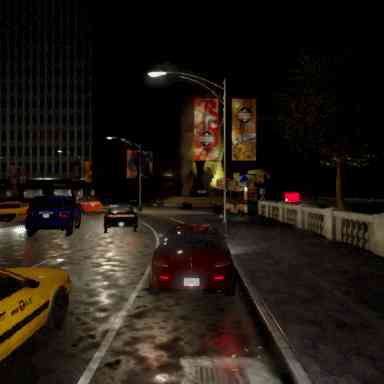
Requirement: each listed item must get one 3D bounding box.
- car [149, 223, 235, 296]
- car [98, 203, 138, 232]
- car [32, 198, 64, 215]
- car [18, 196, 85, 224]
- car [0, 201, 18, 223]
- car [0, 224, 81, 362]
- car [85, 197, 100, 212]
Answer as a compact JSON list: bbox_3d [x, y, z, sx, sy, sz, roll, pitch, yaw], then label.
[{"bbox_3d":[0.024,1.525,8.545,1.812,1.442,4.674,0,0,1],"label":"car"},{"bbox_3d":[-4.345,1.489,20.065,2.128,1.511,4.902,0,0,-14],"label":"car"},{"bbox_3d":[-15.036,1.466,34.626,1.882,1.535,5.008,0,0,-37],"label":"car"},{"bbox_3d":[-7.514,1.218,18.459,2.150,2.045,5.566,0,0,-12],"label":"car"},{"bbox_3d":[-13.067,1.468,23.996,1.882,1.535,5.008,0,0,-22],"label":"car"},{"bbox_3d":[-3.012,1.454,3.781,1.801,1.575,5.366,0,0,0],"label":"car"},{"bbox_3d":[-11.242,1.343,35.348,2.097,1.767,4.553,0,0,-35],"label":"car"}]
